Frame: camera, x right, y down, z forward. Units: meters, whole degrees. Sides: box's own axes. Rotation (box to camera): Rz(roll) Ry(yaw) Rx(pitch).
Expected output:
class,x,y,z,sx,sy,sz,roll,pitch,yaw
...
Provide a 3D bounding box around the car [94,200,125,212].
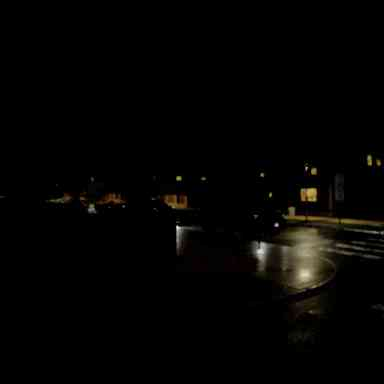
class,x,y,z,sx,sy,sz,roll,pitch,yaw
car,-8.614,1.552,34.659,1.895,1.301,4.718,-2,1,-33

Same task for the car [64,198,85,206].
class,x,y,z,sx,sy,sz,roll,pitch,yaw
car,-16.627,1.533,46.915,1.895,1.301,4.718,-2,1,-33

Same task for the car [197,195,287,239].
class,x,y,z,sx,sy,sz,roll,pitch,yaw
car,2.448,1.189,17.896,2.150,2.045,5.566,-2,1,-33

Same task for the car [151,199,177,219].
class,x,y,z,sx,sy,sz,roll,pitch,yaw
car,-3.019,1.314,26.177,2.097,1.767,4.553,-2,1,-33
